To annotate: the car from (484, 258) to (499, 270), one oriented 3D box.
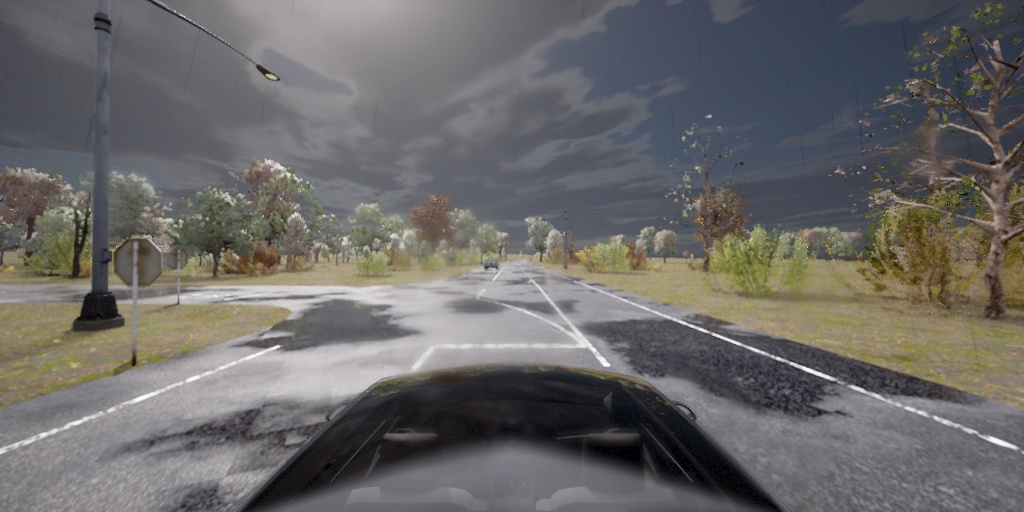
[{"bbox_3d":[-3.402,1.293,59.619,2.150,2.045,5.566,0,0,0],"label":"car"}]
